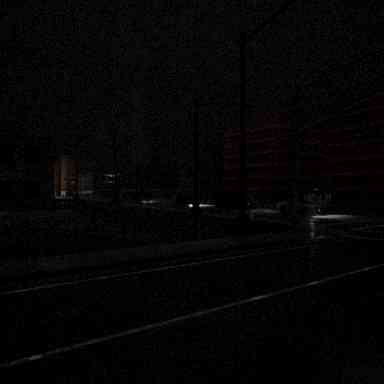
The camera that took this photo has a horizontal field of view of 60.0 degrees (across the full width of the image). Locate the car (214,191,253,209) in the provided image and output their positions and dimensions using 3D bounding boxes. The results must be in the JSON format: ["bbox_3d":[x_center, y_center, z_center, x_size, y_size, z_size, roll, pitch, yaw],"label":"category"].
[{"bbox_3d":[4.961,0.949,40.763,2.150,2.045,5.566,0,1,-35],"label":"car"}]

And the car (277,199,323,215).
[{"bbox_3d":[10.481,1.393,32.690,1.812,1.442,4.674,0,1,-34],"label":"car"}]

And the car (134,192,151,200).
[{"bbox_3d":[-9.163,0.644,61.491,1.994,1.385,4.181,0,1,-34],"label":"car"}]

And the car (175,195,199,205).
[{"bbox_3d":[-0.701,1.115,49.033,1.994,1.385,4.181,0,1,-34],"label":"car"}]
